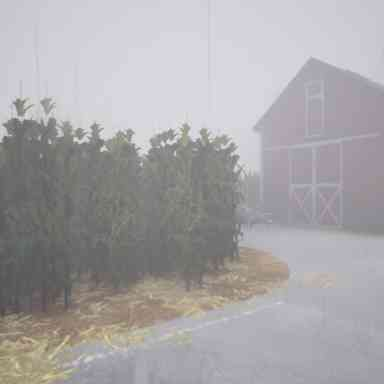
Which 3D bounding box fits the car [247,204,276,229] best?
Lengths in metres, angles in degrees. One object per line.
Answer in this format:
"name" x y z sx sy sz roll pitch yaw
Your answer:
"car" 3.132 1.479 21.418 2.128 1.511 4.902 0 0 -36
